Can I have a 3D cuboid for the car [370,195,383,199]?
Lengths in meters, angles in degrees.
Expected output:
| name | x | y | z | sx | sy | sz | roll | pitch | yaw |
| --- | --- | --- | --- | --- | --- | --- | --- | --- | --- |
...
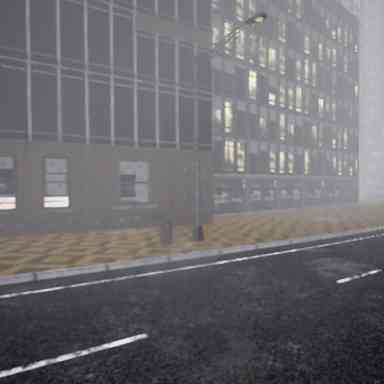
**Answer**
| name | x | y | z | sx | sy | sz | roll | pitch | yaw |
| --- | --- | --- | --- | --- | --- | --- | --- | --- | --- |
| car | 41.378 | 0.980 | 73.065 | 1.802 | 1.307 | 4.206 | -1 | 2 | -42 |
